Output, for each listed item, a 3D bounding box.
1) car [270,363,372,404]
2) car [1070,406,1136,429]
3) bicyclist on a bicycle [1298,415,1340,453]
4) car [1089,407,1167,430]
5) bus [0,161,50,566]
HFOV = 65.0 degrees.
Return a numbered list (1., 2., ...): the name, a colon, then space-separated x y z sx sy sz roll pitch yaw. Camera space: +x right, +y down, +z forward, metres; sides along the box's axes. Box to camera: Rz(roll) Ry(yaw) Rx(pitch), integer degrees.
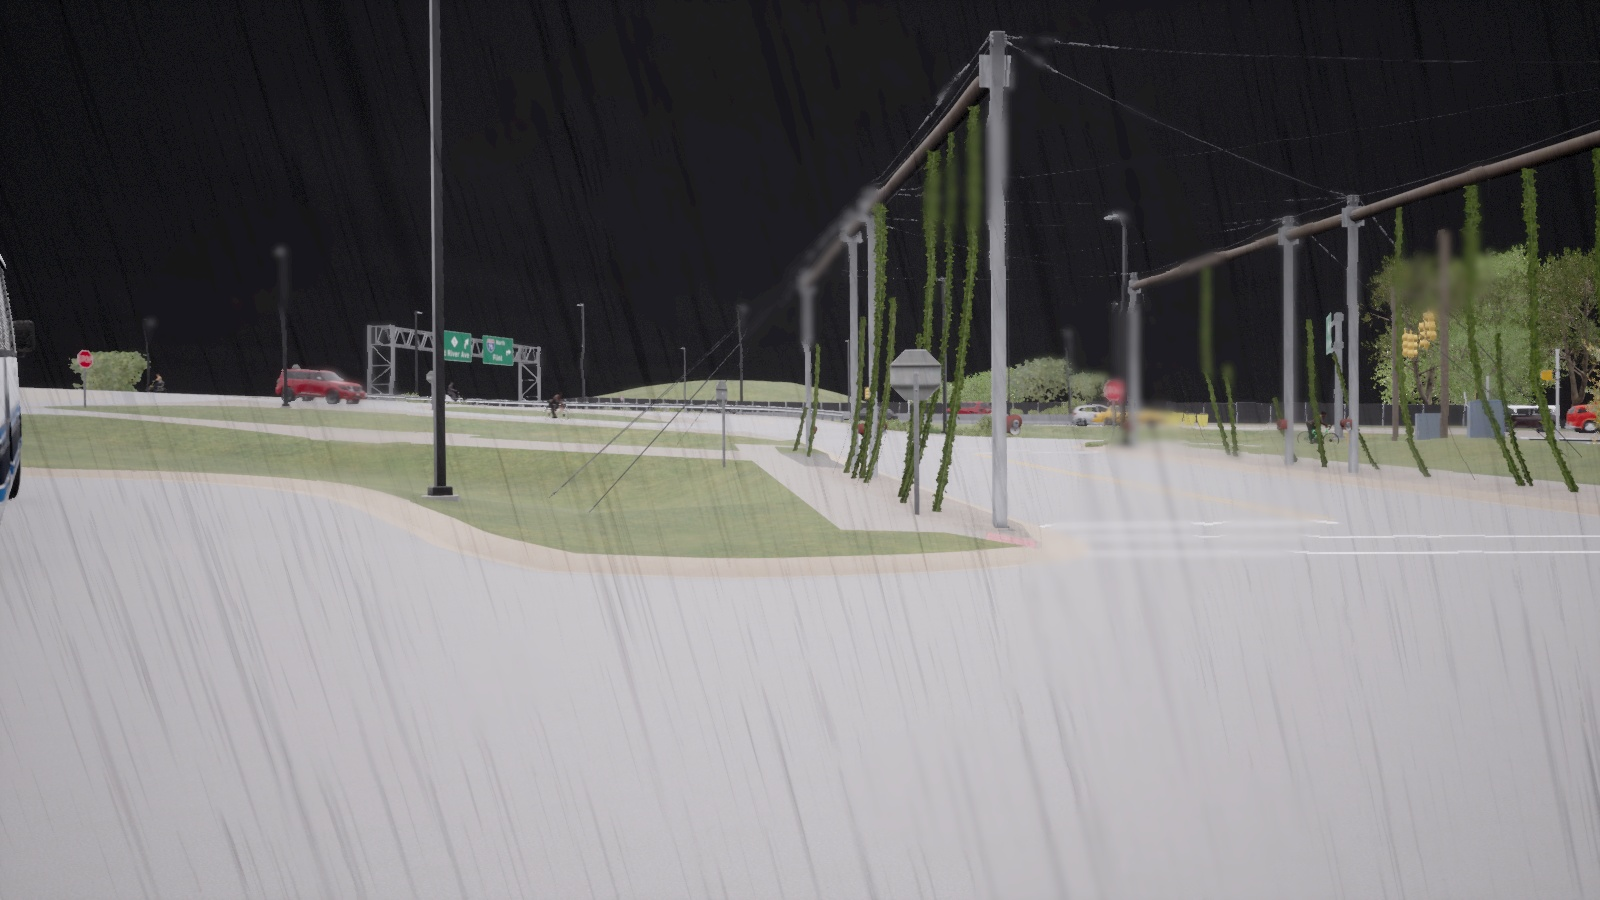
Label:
1. car: -29.096 -4.023 76.290 5.566 2.045 2.150 5 2 17
2. car: 23.276 -2.490 96.402 4.611 1.667 2.242 2 1 20
3. bicyclist on a bicycle: 23.039 -0.727 55.749 1.656 1.620 0.582 2 2 19
4. car: 24.153 -2.292 92.368 5.366 1.575 1.801 2 1 20
5. bus: -12.381 -1.196 16.789 3.944 4.253 10.273 -1 5 -31
